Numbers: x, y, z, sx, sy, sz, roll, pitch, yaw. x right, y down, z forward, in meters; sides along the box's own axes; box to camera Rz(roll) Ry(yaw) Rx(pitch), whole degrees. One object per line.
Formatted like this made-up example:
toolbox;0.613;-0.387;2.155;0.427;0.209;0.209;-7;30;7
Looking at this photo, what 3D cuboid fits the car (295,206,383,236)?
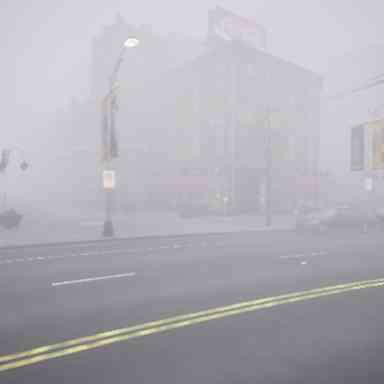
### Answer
car;8.017;1.537;18.493;4.674;1.452;2.002;0;0;-18
